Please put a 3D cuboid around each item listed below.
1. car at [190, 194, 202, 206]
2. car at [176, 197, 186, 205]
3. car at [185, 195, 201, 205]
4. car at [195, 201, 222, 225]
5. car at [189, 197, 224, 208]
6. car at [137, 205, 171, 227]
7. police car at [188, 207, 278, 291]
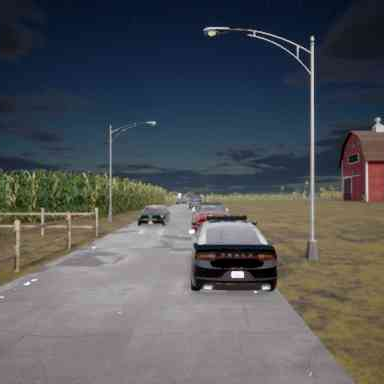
[{"bbox_3d":[0.717,1.482,60.644,2.150,2.045,5.566,0,-1,1],"label":"car"},{"bbox_3d":[-2.028,1.872,64.523,1.994,1.385,4.181,0,-1,1],"label":"car"},{"bbox_3d":[0.560,1.598,46.486,2.128,1.511,4.902,0,0,1],"label":"car"},{"bbox_3d":[1.120,1.527,25.046,1.837,1.490,4.892,0,0,1],"label":"car"},{"bbox_3d":[1.048,1.366,19.014,2.097,1.767,4.553,0,0,1],"label":"car"},{"bbox_3d":[-2.577,1.620,23.079,1.895,1.301,4.718,0,0,1],"label":"car"},{"bbox_3d":[0.931,1.430,9.153,1.930,1.638,5.238,0,0,1],"label":"police car"}]
